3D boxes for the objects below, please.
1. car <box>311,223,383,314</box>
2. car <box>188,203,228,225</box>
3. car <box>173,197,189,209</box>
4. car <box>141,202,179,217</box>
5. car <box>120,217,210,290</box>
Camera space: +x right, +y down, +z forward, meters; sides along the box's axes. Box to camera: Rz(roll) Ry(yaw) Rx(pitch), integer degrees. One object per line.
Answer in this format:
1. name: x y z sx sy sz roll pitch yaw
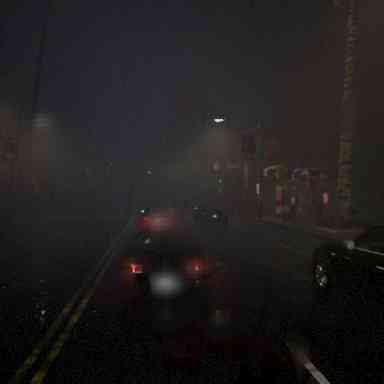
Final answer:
1. car: 4.102 1.344 6.235 2.097 1.767 4.553 0 0 -7
2. car: 1.195 1.536 23.563 1.994 1.385 4.181 0 0 -8
3. car: -1.446 1.438 43.761 2.128 1.511 4.902 0 0 -7
4. car: -2.042 1.540 19.680 1.994 1.385 4.181 0 0 -7
5. car: -0.783 1.590 9.063 1.895 1.301 4.718 0 0 -6
